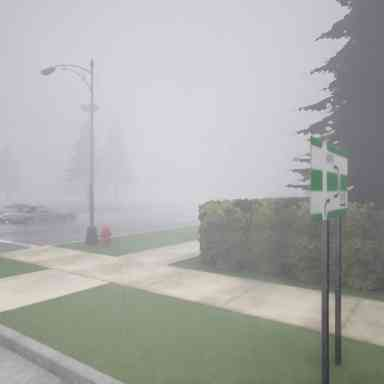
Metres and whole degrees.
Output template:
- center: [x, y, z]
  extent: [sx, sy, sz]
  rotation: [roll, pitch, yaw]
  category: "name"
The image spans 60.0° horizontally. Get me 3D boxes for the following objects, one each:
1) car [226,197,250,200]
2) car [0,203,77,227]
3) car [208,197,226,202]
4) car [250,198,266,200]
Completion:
- center: [7.350, 1.478, 47.468]
  extent: [1.882, 1.535, 5.008]
  rotation: [0, 0, 36]
  category: "car"
- center: [-10.381, 1.601, 22.892]
  extent: [1.895, 1.301, 4.718]
  rotation: [0, 0, 36]
  category: "car"
- center: [4.277, 1.478, 49.194]
  extent: [1.882, 1.535, 5.008]
  rotation: [0, 0, 37]
  category: "car"
- center: [10.108, 1.526, 45.311]
  extent: [1.812, 1.442, 4.674]
  rotation: [0, 0, 36]
  category: "car"
